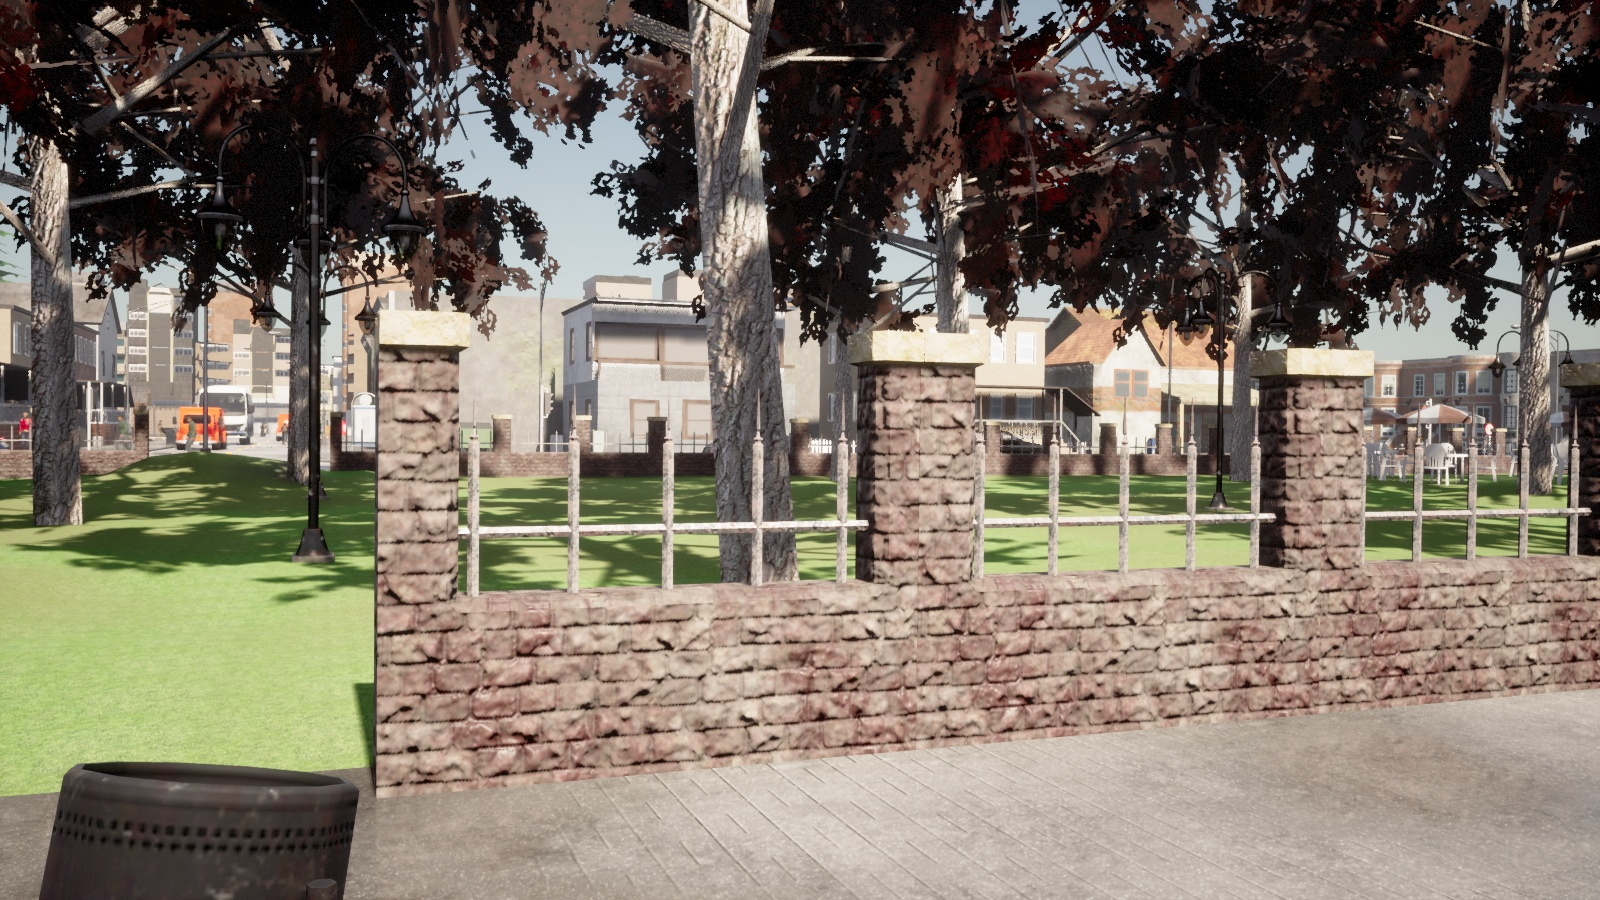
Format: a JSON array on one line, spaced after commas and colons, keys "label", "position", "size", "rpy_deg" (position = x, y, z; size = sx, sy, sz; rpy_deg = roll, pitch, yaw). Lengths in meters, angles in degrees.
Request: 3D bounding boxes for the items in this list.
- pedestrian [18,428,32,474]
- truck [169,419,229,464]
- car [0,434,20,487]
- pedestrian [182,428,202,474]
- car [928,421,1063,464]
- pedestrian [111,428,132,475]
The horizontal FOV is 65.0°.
[{"label": "pedestrian", "position": [-31.328, 0.020, 50.770], "size": [0.331, 1.846, 0.636], "rpy_deg": [-1, 1, -18]}, {"label": "truck", "position": [-34.569, -0.493, 72.382], "size": [2.627, 2.467, 5.204], "rpy_deg": [-1, 1, -21]}, {"label": "car", "position": [-26.620, 0.351, 38.918], "size": [3.988, 1.617, 1.851], "rpy_deg": [-1, 1, -37]}, {"label": "pedestrian", "position": [-24.686, 0.025, 50.978], "size": [0.614, 1.847, 0.353], "rpy_deg": [-1, 1, -42]}, {"label": "car", "position": [7.932, -0.338, 50.975], "size": [5.027, 1.651, 2.152], "rpy_deg": [-1, 1, -21]}, {"label": "pedestrian", "position": [-26.936, 0.067, 49.877], "size": [0.353, 1.847, 0.614], "rpy_deg": [0, 1, 36]}]
